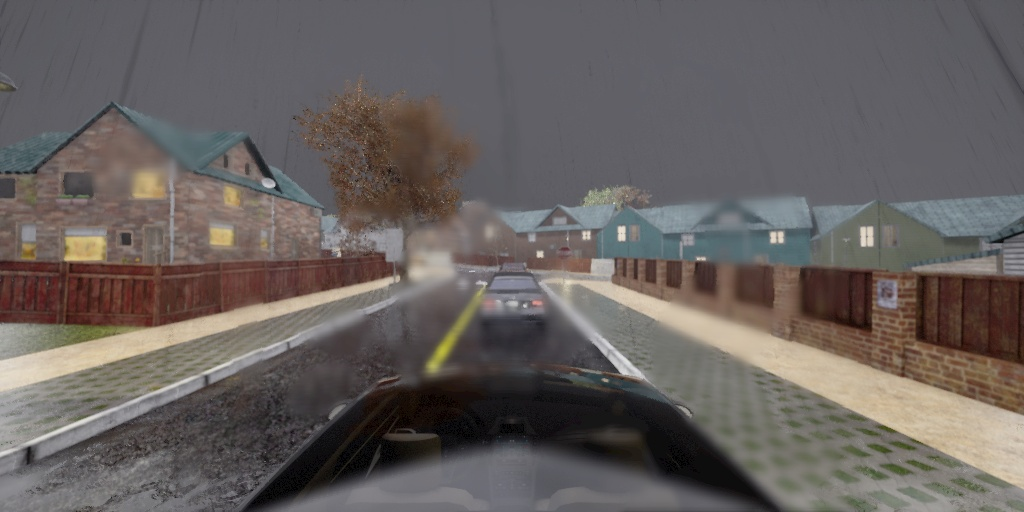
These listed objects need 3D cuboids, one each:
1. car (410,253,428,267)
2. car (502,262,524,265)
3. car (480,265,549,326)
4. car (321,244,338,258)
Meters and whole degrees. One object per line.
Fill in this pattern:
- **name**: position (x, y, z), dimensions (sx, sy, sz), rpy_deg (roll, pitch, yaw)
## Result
- **car**: position (-11.357, 0.372, 39.229), dimensions (5.008, 1.535, 1.882), rpy_deg (3, 1, 32)
- **car**: position (0.086, 1.083, 23.950), dimensions (1.895, 1.301, 4.718), rpy_deg (0, 1, 1)
- **car**: position (0.042, 1.185, 11.098), dimensions (2.033, 1.411, 5.357), rpy_deg (0, 1, 0)
- **car**: position (-25.591, -0.533, 48.072), dimensions (5.566, 2.045, 2.150), rpy_deg (2, 0, 35)
